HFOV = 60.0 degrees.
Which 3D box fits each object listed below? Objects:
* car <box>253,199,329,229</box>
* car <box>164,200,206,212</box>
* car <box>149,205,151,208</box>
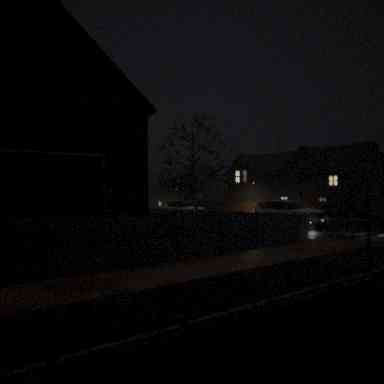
[{"bbox_3d":[6.773,1.540,23.613,2.150,2.045,5.566,-1,-1,-36],"label":"car"},{"bbox_3d":[-0.795,1.845,34.149,2.150,2.045,5.566,-1,0,-36],"label":"car"},{"bbox_3d":[-7.775,2.311,48.838,2.097,1.767,4.553,-1,-1,-35],"label":"car"}]
